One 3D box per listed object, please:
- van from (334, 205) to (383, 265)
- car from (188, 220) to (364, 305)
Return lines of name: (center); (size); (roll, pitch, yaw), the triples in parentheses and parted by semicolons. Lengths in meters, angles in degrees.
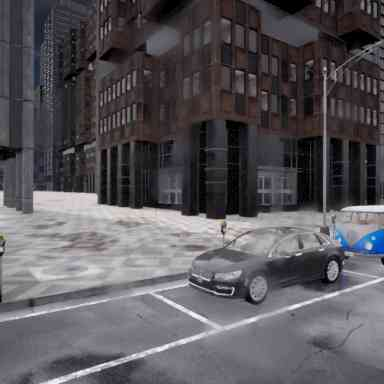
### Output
van: (6.445, 1.342, 11.218); (3.998, 1.788, 1.690); (0, 0, -35)
car: (1.939, 1.551, 8.020); (4.403, 1.369, 2.008); (0, 0, -35)
